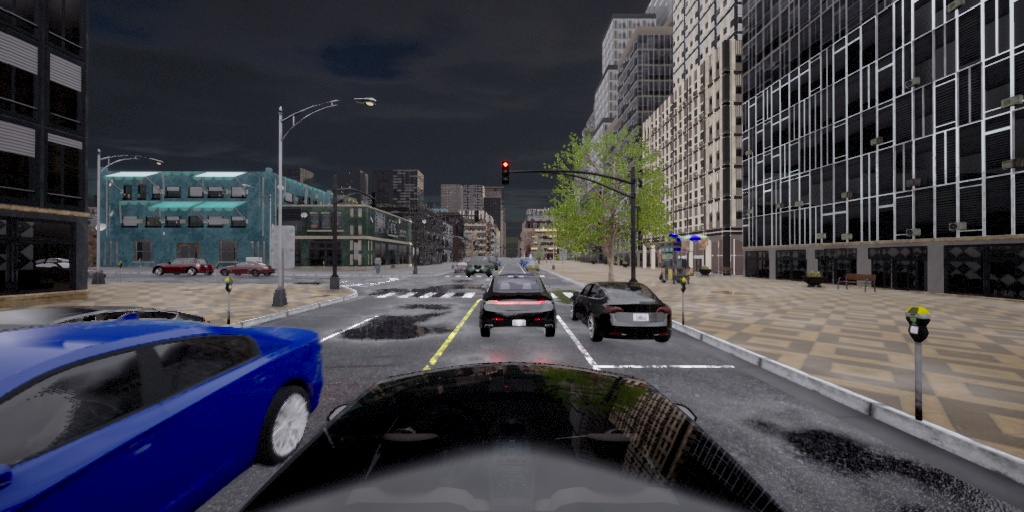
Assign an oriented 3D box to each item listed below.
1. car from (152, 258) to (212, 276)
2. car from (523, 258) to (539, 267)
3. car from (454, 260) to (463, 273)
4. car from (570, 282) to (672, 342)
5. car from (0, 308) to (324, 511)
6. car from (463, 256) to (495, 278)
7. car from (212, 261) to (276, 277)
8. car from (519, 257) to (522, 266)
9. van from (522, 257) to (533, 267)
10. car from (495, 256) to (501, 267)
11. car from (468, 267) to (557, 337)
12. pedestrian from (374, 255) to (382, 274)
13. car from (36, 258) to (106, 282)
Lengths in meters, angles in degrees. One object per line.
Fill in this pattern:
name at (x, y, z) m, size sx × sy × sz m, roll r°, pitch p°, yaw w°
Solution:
car at (-28.355, 0.879, 30.898) m, size 4.097 × 1.591 × 1.967 m, roll 0°, pitch 0°, yaw -1°
car at (2.712, 1.278, 47.771) m, size 1.751 × 1.417 × 4.829 m, roll 0°, pitch 0°, yaw 0°
car at (-5.671, 1.334, 42.052) m, size 1.802 × 1.307 × 4.207 m, roll 0°, pitch 0°, yaw 0°
car at (2.694, 1.316, 9.572) m, size 1.948 × 1.339 × 4.313 m, roll 0°, pitch 0°, yaw 0°
car at (-3.100, 1.227, 2.078) m, size 1.882 × 1.535 × 5.008 m, roll 0°, pitch 0°, yaw 0°
car at (-3.078, 0.975, 34.865) m, size 2.150 × 2.045 × 5.566 m, roll 0°, pitch 0°, yaw 0°
car at (-22.807, 1.090, 30.973) m, size 4.207 × 1.307 × 1.802 m, roll 0°, pitch 0°, yaw -1°
car at (2.720, 1.305, 64.255) m, size 2.007 × 1.370 × 4.403 m, roll 0°, pitch 0°, yaw 0°
van at (2.715, 1.094, 53.153) m, size 1.690 × 1.789 × 3.998 m, roll 0°, pitch 0°, yaw 0°
car at (-3.081, 0.971, 49.745) m, size 2.150 × 2.045 × 5.566 m, roll 0°, pitch 1°, yaw -1°
car at (0.115, 1.242, 10.243) m, size 2.128 × 1.511 × 4.902 m, roll 0°, pitch 0°, yaw -1°
pedestrian at (-12.734, 0.789, 34.060) m, size 0.375 × 1.860 × 0.375 m, roll 0°, pitch -1°, yaw -1°
car at (-28.241, 0.980, 22.519) m, size 4.207 × 1.307 × 1.802 m, roll 0°, pitch 0°, yaw -1°
